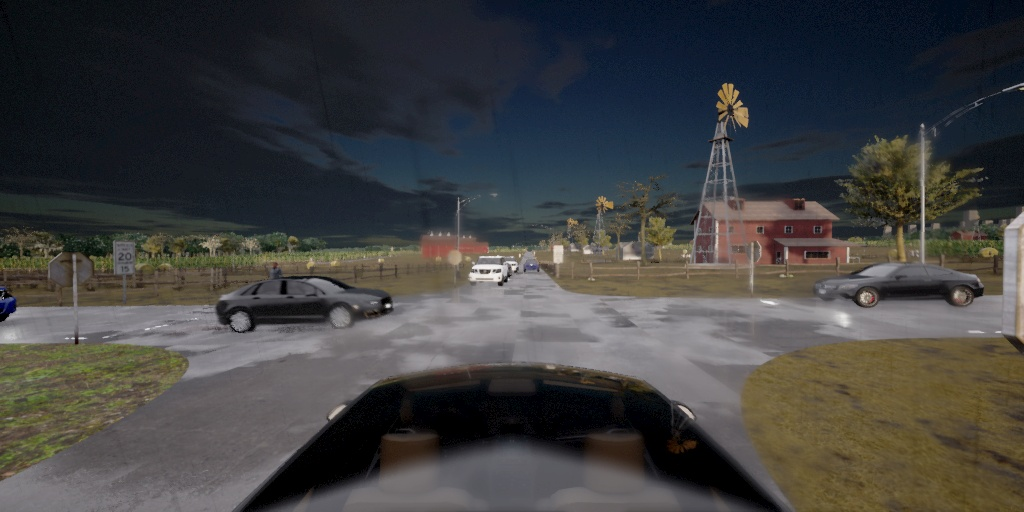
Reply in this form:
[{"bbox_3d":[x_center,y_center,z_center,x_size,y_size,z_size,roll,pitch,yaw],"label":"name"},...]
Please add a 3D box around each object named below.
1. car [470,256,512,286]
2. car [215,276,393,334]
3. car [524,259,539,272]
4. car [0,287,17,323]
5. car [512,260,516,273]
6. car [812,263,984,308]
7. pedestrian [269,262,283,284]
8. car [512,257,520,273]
[{"bbox_3d":[-1.524,0.992,25.700,2.150,2.045,5.566,0,0,5],"label":"car"},{"bbox_3d":[-6.107,1.351,10.745,4.892,1.490,1.837,-3,0,3],"label":"car"},{"bbox_3d":[2.769,1.276,51.005,2.097,1.767,4.553,0,-1,3],"label":"car"},{"bbox_3d":[-19.635,1.348,11.495,5.566,2.045,2.150,-1,1,3],"label":"car"},{"bbox_3d":[-0.946,1.360,35.959,2.033,1.411,5.357,0,0,3],"label":"car"},{"bbox_3d":[13.424,0.970,12.638,4.674,1.442,1.812,-1,1,5],"label":"car"},{"bbox_3d":[-11.234,1.185,17.010,0.375,1.860,0.375,0,2,3],"label":"pedestrian"},{"bbox_3d":[-0.421,1.102,46.156,2.150,2.045,5.566,0,0,3],"label":"car"}]
